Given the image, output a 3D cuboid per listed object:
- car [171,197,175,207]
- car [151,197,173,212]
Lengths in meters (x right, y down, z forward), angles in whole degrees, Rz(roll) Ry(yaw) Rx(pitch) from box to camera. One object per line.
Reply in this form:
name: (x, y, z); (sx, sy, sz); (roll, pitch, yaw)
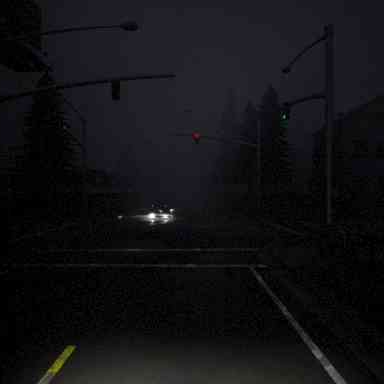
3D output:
car: (-3.557, 1.505, 48.310); (1.837, 1.490, 4.892); (0, 0, 0)
car: (-3.579, 1.601, 38.185); (1.895, 1.301, 4.718); (0, 0, 0)
